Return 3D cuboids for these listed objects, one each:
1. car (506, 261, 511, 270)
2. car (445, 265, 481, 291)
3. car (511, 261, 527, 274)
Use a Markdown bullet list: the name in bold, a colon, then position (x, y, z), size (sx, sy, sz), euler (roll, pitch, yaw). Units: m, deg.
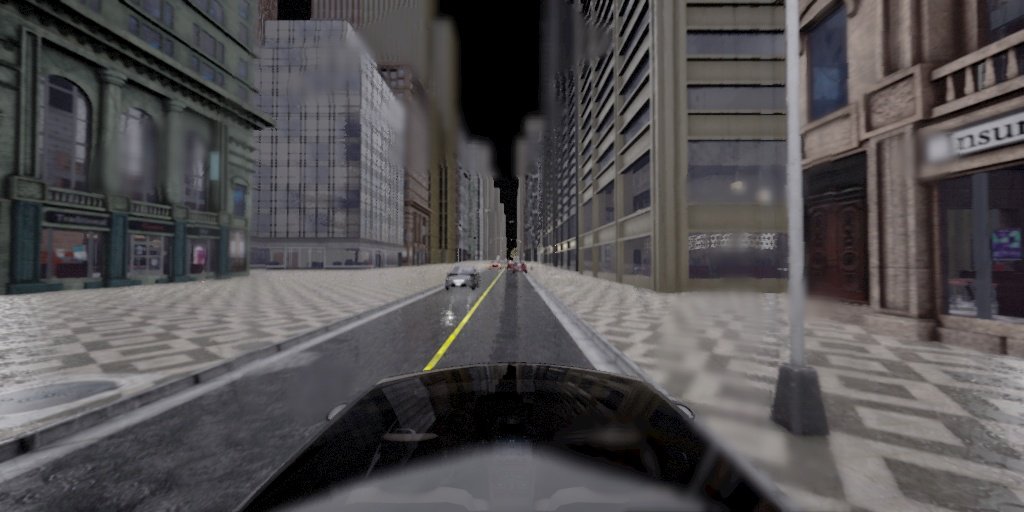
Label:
- **car**: position (-0.001, 1.651, 64.592), size (1.882, 1.535, 5.008), euler (0, 0, 0)
- **car**: position (-3.098, 1.377, 23.210), size (2.128, 1.511, 4.902), euler (0, 0, 0)
- **car**: position (1.049, 1.579, 47.581), size (1.812, 1.442, 4.674), euler (0, 0, 0)
